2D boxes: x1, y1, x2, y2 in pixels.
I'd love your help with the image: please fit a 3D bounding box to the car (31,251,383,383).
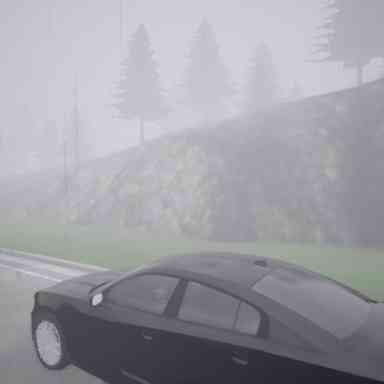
[{"bbox_3d":[0.048,1.478,3.975,5.008,1.535,1.882,0,0,35],"label":"car"}]
